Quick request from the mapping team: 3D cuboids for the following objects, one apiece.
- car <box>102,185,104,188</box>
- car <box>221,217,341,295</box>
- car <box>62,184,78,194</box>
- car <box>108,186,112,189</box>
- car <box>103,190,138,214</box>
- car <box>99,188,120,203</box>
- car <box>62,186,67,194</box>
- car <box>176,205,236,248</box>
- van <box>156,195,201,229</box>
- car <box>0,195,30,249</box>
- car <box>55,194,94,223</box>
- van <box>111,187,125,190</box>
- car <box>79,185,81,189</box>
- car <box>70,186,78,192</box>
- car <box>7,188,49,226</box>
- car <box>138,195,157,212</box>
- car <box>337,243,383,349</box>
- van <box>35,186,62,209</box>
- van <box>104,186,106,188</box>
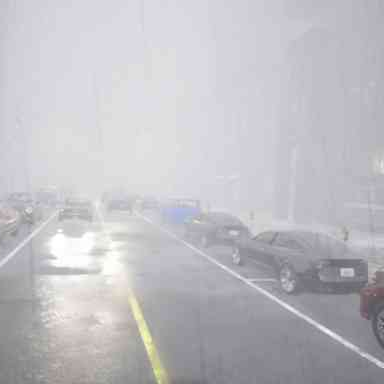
[{"bbox_3d":[-22.508,-0.473,89.591,1.947,1.339,4.313,3,0,-17],"label":"car"},{"bbox_3d":[2.603,1.647,8.885,1.947,1.339,4.313,3,0,-17],"label":"car"},{"bbox_3d":[-20.567,-0.354,54.754,2.192,1.841,5.009,3,0,-17],"label":"car"},{"bbox_3d":[-14.121,-0.031,62.689,2.192,1.841,5.009,3,0,-17],"label":"car"},{"bbox_3d":[-6.059,0.888,27.726,1.882,1.535,5.008,3,1,-17],"label":"car"},{"bbox_3d":[-10.114,0.629,40.586,1.994,1.385,4.181,3,1,-17],"label":"car"},{"bbox_3d":[-13.834,0.428,33.073,1.752,1.417,4.829,3,0,-17],"label":"car"},{"bbox_3d":[0.929,1.503,14.266,1.947,1.339,4.313,3,0,-17],"label":"car"},{"bbox_3d":[-0.731,1.134,19.645,1.690,1.788,3.998,3,0,-17],"label":"van"},{"bbox_3d":[-7.139,1.003,11.552,1.752,1.417,4.829,3,0,-17],"label":"car"},{"bbox_3d":[-6.866,1.026,19.939,1.895,1.301,4.718,3,0,-17],"label":"car"},{"bbox_3d":[-12.449,0.135,57.309,1.690,1.788,3.998,3,0,-17],"label":"van"},{"bbox_3d":[-27.278,-0.676,76.276,2.008,1.369,4.403,3,0,-17],"label":"car"},{"bbox_3d":[-28.954,-0.783,81.656,1.802,1.307,4.206,3,0,-17],"label":"car"},{"bbox_3d":[-8.858,0.770,17.094,1.967,1.590,4.097,3,0,-17],"label":"car"},{"bbox_3d":[-4.092,1.071,30.407,1.947,1.339,4.313,3,0,-17],"label":"car"},{"bbox_3d":[4.293,1.540,3.503,2.192,1.841,5.009,3,0,-17],"label":"car"},{"bbox_3d":[-12.199,0.383,27.854,1.690,1.788,3.998,3,0,-17],"label":"van"},{"bbox_3d":[-19.145,-0.422,78.829,1.690,1.788,3.998,3,0,-17],"label":"van"}]
